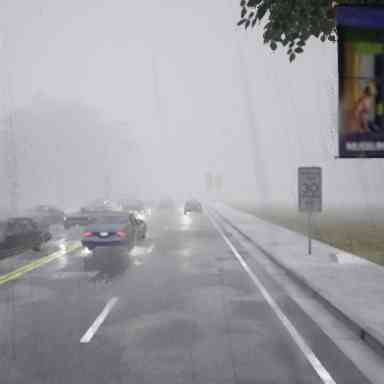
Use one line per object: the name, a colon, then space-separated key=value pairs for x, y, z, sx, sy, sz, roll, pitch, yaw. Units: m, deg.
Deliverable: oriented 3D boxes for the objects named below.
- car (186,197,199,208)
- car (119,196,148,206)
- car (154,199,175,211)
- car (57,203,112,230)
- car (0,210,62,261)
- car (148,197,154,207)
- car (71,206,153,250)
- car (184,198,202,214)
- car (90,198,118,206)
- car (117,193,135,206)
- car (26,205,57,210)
car: x=0.108 y=1.537 z=48.668 sx=1.812 sy=1.442 sz=4.674 roll=0 pitch=0 yaw=0
car: x=-6.492 y=1.493 z=37.473 sx=1.882 sy=1.535 sz=5.008 roll=0 pitch=0 yaw=0
car: x=-3.137 y=1.560 z=41.202 sx=2.033 sy=1.411 sz=5.357 roll=0 pitch=0 yaw=0
car: x=-6.587 y=1.613 z=21.271 sx=1.895 sy=1.301 sz=4.718 roll=0 pitch=0 yaw=0
car: x=-6.594 y=1.555 z=11.287 sx=2.033 sy=1.411 sz=5.357 roll=0 pitch=0 yaw=0
car: x=-6.484 y=1.451 z=49.651 sx=2.128 sy=1.511 sz=4.902 roll=0 pitch=0 yaw=0
car: x=-3.146 y=1.557 z=14.409 sx=2.033 sy=1.411 sz=5.357 roll=0 pitch=0 yaw=0
car: x=0.111 y=1.615 z=35.224 sx=1.895 sy=1.301 sz=4.718 roll=0 pitch=0 yaw=0
car: x=-9.771 y=1.506 z=35.096 sx=2.128 sy=1.511 sz=4.902 roll=0 pitch=0 yaw=1
car: x=-9.734 y=1.144 z=49.624 sx=2.150 sy=2.045 sz=5.566 roll=0 pitch=0 yaw=0
car: x=-9.831 y=1.576 z=21.861 sx=1.994 sy=1.385 sz=4.181 roll=0 pitch=0 yaw=0
